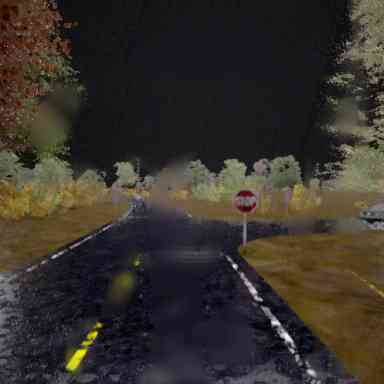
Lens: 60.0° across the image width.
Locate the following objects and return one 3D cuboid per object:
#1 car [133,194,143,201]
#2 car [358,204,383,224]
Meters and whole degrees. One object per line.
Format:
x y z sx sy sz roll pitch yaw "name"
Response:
-11.187 1.073 68.520 2.128 1.511 4.902 0 0 -13 "car"
13.924 1.481 22.849 5.357 1.411 2.033 0 0 -23 "car"
